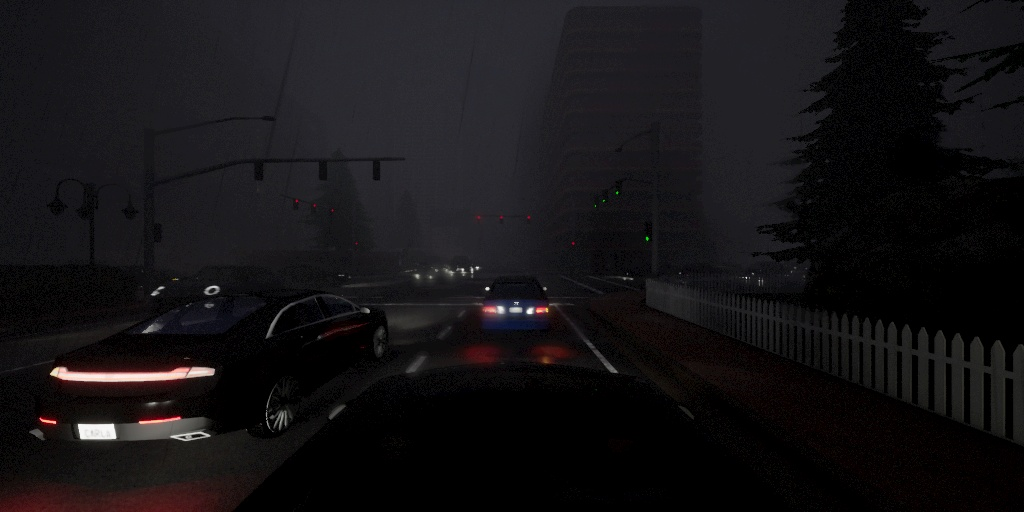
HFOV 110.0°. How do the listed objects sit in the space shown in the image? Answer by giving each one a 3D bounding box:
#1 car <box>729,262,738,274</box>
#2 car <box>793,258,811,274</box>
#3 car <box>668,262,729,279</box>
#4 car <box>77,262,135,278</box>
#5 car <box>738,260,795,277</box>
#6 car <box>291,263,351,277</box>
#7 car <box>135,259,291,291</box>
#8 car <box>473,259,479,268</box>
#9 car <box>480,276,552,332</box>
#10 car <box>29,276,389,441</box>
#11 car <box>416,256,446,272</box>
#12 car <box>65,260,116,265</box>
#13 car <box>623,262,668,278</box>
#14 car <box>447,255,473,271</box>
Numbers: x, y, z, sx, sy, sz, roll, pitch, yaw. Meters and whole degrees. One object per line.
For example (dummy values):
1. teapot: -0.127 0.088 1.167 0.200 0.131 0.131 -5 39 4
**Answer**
1. car: 22.056 1.295 36.974 4.718 1.301 1.895 0 0 -30
2. car: 32.359 0.916 40.589 2.150 2.045 5.566 0 0 43
3. car: 15.889 1.259 30.586 4.181 1.385 1.994 0 0 -20
4. car: -21.849 1.242 21.328 5.357 1.411 2.033 0 0 0
5. car: 24.369 1.242 34.262 5.357 1.411 2.033 0 0 -31
6. car: -13.711 1.228 24.889 4.892 1.490 1.837 0 0 0
7. car: -10.540 1.103 13.234 2.097 1.767 4.553 0 0 -6
8. car: -7.025 1.255 58.952 1.837 1.490 4.892 0 0 0
9. car: 0.122 1.297 10.809 2.033 1.411 5.357 0 0 1
10. car: -3.427 1.242 5.397 2.128 1.511 4.902 0 0 0
11. car: -10.529 0.971 45.981 2.150 2.045 5.566 0 0 2
12. car: -28.373 1.046 24.795 4.553 1.767 2.097 0 0 0
13. car: 13.155 1.242 33.411 5.357 1.411 2.033 0 0 -13
14. car: -7.057 0.971 49.141 2.150 2.045 5.566 0 0 0
